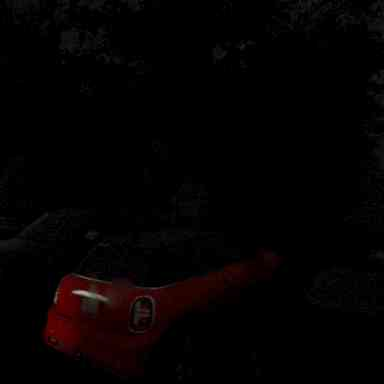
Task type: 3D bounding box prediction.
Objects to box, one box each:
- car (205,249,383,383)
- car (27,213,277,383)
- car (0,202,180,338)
[{"bbox_3d":[2.307,1.524,4.118,2.002,1.452,4.674,-1,0,35],"label":"car"},{"bbox_3d":[0.017,1.389,5.707,2.185,1.767,4.553,-1,0,35],"label":"car"},{"bbox_3d":[-2.250,1.293,7.325,2.435,2.045,5.566,-1,0,35],"label":"car"}]
